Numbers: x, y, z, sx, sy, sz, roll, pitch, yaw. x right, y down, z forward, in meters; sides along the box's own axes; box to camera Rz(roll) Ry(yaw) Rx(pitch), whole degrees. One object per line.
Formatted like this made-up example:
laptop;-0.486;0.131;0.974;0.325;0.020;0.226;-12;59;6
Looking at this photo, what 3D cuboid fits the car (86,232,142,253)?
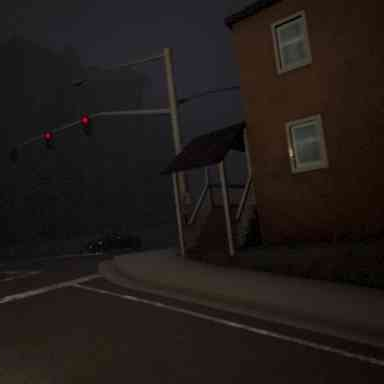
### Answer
car;-5.806;3.807;25.304;1.812;1.442;4.674;-10;-11;34
